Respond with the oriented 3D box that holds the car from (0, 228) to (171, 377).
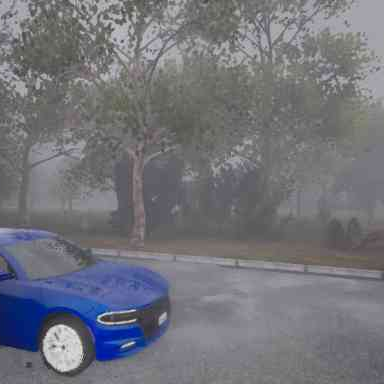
[{"bbox_3d":[-2.783,1.356,5.253,5.008,1.535,1.882,2,0,17],"label":"car"}]
